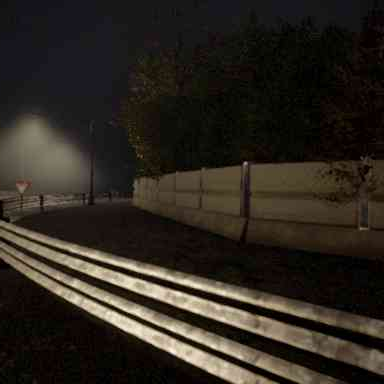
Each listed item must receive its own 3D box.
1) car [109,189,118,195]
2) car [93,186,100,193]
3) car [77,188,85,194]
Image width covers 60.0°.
[{"bbox_3d":[-20.585,-0.054,87.462,1.812,1.442,4.674,1,1,-3],"label":"car"},{"bbox_3d":[-25.535,-0.437,87.577,2.150,2.045,5.566,1,1,-19],"label":"car"},{"bbox_3d":[-28.888,-0.229,86.570,1.882,1.535,5.008,1,1,-19],"label":"car"}]
